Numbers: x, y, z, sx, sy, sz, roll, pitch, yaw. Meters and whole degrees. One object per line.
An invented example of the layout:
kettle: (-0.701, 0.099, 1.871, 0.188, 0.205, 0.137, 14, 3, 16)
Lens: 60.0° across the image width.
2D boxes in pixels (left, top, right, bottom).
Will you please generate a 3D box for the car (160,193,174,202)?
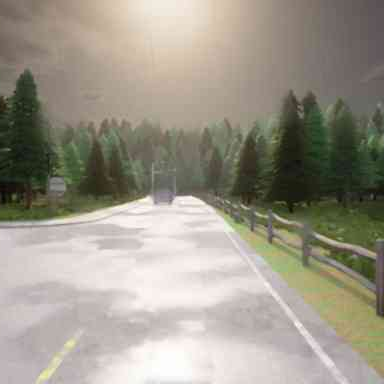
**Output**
car: (-4.035, 0.901, 54.337, 1.994, 1.385, 4.181, 0, 1, -2)

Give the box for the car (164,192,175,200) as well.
car: (-4.286, 0.772, 63.344, 1.812, 1.442, 4.674, 0, 1, -2)

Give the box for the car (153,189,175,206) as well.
car: (-3.804, 0.680, 44.054, 2.150, 2.045, 5.566, 0, 1, -1)
